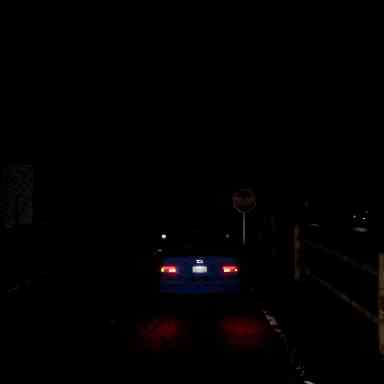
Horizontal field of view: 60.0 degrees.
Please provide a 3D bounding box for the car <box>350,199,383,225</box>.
[{"bbox_3d":[14.806,1.507,24.593,5.566,2.045,2.150,1,-1,1],"label":"car"}]

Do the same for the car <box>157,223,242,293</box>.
[{"bbox_3d":[0.109,1.549,8.970,2.033,1.411,5.357,0,0,-1],"label":"car"}]
